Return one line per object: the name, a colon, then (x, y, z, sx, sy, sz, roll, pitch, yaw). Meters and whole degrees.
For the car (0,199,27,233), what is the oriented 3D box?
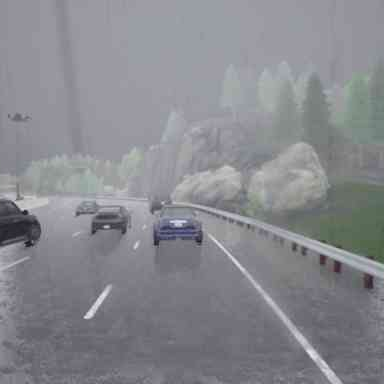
car: (-11.640, 1.371, 19.409, 2.097, 1.767, 4.553, 0, 0, -6)

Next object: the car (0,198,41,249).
car: (-7.416, 1.233, 11.874, 2.150, 2.045, 5.566, 0, 0, -4)

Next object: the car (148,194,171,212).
car: (-3.332, 1.222, 34.940, 2.150, 2.045, 5.566, 0, 0, -10)

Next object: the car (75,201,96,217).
car: (-9.840, 1.561, 31.718, 2.033, 1.411, 5.357, 0, 0, -10)

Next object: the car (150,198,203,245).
car: (-0.732, 1.351, 15.684, 2.097, 1.767, 4.553, 0, 0, -5)

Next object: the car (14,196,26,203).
car: (-36.697, 1.518, 71.180, 2.033, 1.411, 5.357, 0, 0, -25)

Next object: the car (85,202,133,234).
car: (-4.577, 1.510, 19.248, 1.837, 1.490, 4.892, 0, 0, -6)
